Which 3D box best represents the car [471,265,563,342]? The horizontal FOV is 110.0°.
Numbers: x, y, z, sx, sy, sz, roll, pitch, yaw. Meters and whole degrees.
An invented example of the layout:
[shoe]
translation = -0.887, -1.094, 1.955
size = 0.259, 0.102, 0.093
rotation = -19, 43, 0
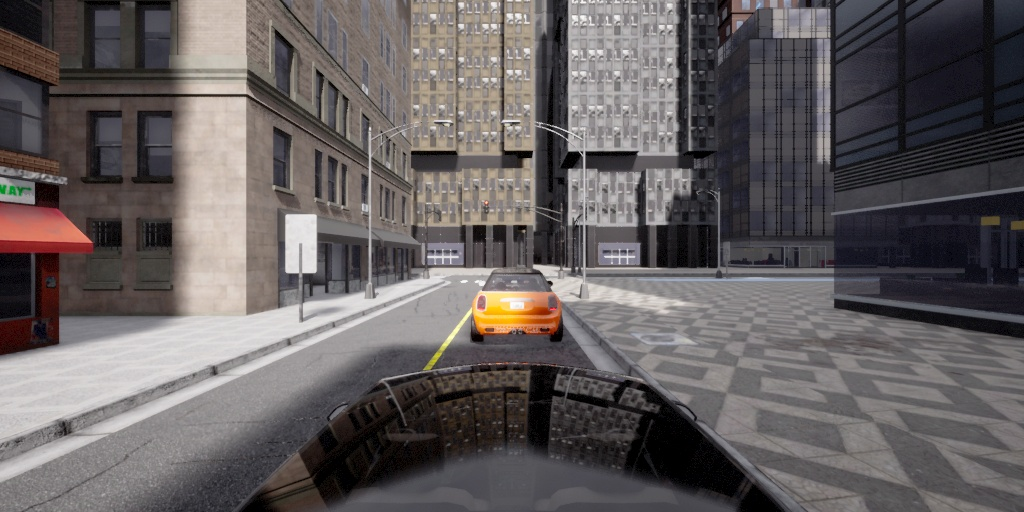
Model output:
[car]
translation = 0.104, 1.102, 9.967
size = 2.097, 1.767, 4.553
rotation = 0, 0, 0
